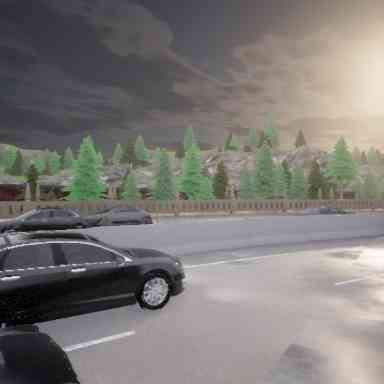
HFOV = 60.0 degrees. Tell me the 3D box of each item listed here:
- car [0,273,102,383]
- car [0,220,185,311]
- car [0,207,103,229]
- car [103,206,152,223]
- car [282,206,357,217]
[{"bbox_3d":[-2.922,1.600,1.624,4.718,1.301,1.895,0,0,-36],"label":"car"},{"bbox_3d":[-2.407,1.506,6.160,4.892,1.490,1.837,0,0,-35],"label":"car"},{"bbox_3d":[-7.081,1.512,15.848,4.892,1.490,1.837,0,0,-33],"label":"car"},{"bbox_3d":[-4.689,1.585,21.429,4.181,1.385,1.994,0,0,-30],"label":"car"},{"bbox_3d":[7.686,1.579,20.148,5.357,1.411,2.033,0,0,-25],"label":"car"}]
